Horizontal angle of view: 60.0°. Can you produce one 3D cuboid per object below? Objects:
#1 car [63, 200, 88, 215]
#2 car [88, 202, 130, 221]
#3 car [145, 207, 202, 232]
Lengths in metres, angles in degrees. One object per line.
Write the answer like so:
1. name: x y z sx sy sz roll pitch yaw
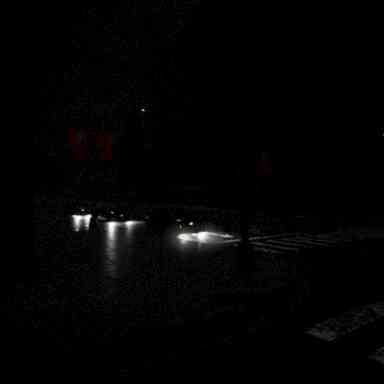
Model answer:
1. car: -12.712 1.617 36.368 2.128 1.511 4.902 0 0 -35
2. car: -6.944 1.614 28.333 1.812 1.442 4.674 0 0 -36
3. car: -1.207 1.614 20.347 1.994 1.385 4.181 0 0 -36
